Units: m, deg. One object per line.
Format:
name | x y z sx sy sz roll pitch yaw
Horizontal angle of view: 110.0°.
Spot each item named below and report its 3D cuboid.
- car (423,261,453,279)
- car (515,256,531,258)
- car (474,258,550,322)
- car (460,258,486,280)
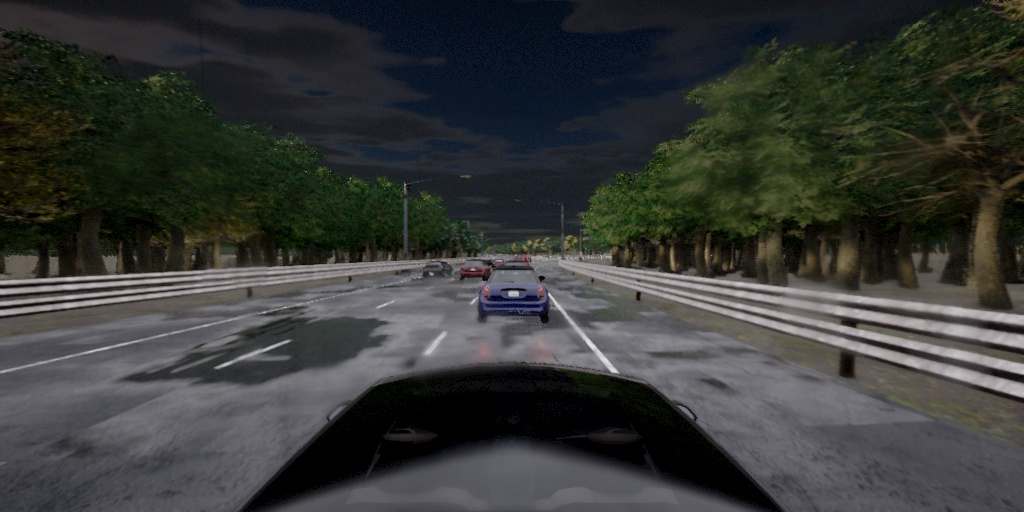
car | -6.429 1.201 31.572 1.837 1.490 4.892 0 0 2
car | 0.275 1.068 23.791 2.097 1.767 4.553 0 0 1
car | 0.073 1.089 12.296 2.097 1.767 4.553 0 0 1
car | -2.957 1.053 30.012 2.097 1.767 4.553 0 0 2
